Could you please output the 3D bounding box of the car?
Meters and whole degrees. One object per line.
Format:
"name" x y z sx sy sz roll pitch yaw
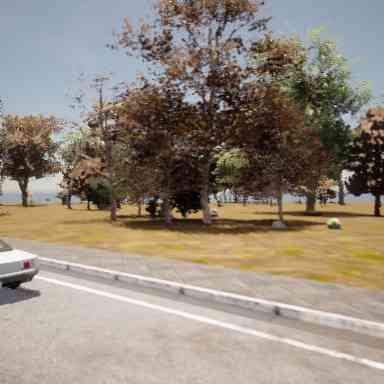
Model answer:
"car" -5.782 1.600 7.864 4.718 1.301 1.895 0 0 33
